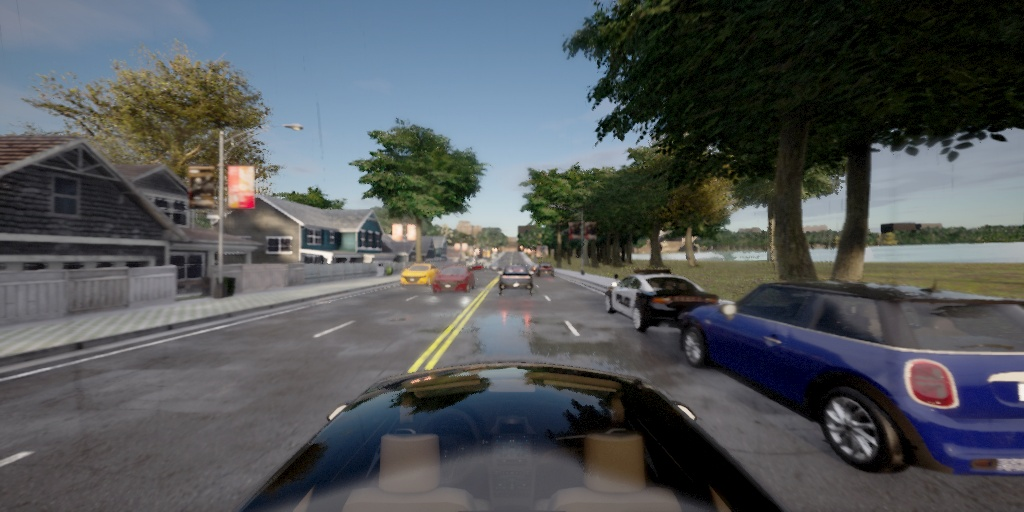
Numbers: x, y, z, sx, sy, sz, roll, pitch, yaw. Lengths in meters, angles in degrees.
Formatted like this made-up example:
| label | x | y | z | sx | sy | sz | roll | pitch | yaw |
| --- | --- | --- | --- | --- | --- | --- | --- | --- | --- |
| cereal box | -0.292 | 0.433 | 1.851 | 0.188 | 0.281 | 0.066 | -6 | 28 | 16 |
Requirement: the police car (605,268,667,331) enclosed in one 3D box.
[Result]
| label | x | y | z | sx | sy | sz | roll | pitch | yaw |
| --- | --- | --- | --- | --- | --- | --- | --- | --- | --- |
| police car | 4.275 | 1.197 | 11.144 | 1.930 | 1.638 | 5.238 | 0 | 0 | 0 |

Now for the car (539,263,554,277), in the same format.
| label | x | y | z | sx | sy | sz | roll | pitch | yaw |
| --- | --- | --- | --- | --- | --- | --- | --- | --- | --- |
| car | 3.572 | 1.504 | 39.590 | 1.837 | 1.490 | 4.892 | 0 | -1 | 1 |

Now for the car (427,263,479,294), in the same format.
| label | x | y | z | sx | sy | sz | roll | pitch | yaw |
| --- | --- | --- | --- | --- | --- | --- | --- | --- | --- |
| car | -3.236 | 1.269 | 20.705 | 1.882 | 1.535 | 5.008 | 0 | 0 | 0 |

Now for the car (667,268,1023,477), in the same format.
| label | x | y | z | sx | sy | sz | roll | pitch | yaw |
| --- | --- | --- | --- | --- | --- | --- | --- | --- | --- |
| car | 4.233 | 1.114 | 5.002 | 2.097 | 1.767 | 4.553 | 0 | 0 | 0 |

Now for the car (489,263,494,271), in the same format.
| label | x | y | z | sx | sy | sz | roll | pitch | yaw |
| --- | --- | --- | --- | --- | --- | --- | --- | --- | --- |
| car | -2.895 | 1.850 | 61.975 | 1.812 | 1.442 | 4.674 | 0 | -1 | 1 |

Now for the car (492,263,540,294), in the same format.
| label | x | y | z | sx | sy | sz | roll | pitch | yaw |
| --- | --- | --- | --- | --- | --- | --- | --- | --- | --- |
| car | 0.215 | 1.292 | 20.564 | 2.128 | 1.511 | 4.902 | 0 | 0 | 0 |

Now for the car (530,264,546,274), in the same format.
| label | x | y | z | sx | sy | sz | roll | pitch | yaw |
| --- | --- | --- | --- | --- | --- | --- | --- | --- | --- |
| car | 3.560 | 1.749 | 49.557 | 1.895 | 1.301 | 4.718 | 0 | -1 | 0 |

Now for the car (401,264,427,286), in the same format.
| label | x | y | z | sx | sy | sz | roll | pitch | yaw |
| --- | --- | --- | --- | --- | --- | --- | --- | --- | --- |
| car | -6.452 | 1.295 | 25.736 | 1.882 | 1.535 | 5.008 | 0 | 0 | 0 |
